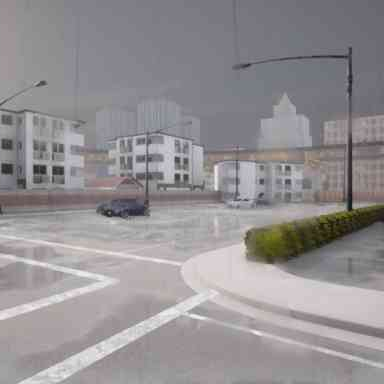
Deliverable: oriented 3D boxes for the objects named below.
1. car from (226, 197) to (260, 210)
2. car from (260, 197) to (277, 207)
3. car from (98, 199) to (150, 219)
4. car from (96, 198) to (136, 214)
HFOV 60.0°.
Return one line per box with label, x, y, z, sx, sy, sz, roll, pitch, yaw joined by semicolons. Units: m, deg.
car;6.496;1.523;43.946;4.674;1.442;1.812;0;0;-43
car;10.680;1.545;51.437;5.357;1.411;2.033;0;0;-29
car;-5.589;1.561;28.945;1.994;1.385;4.181;0;0;37
car;-7.146;1.350;32.666;2.097;1.767;4.553;0;0;38
